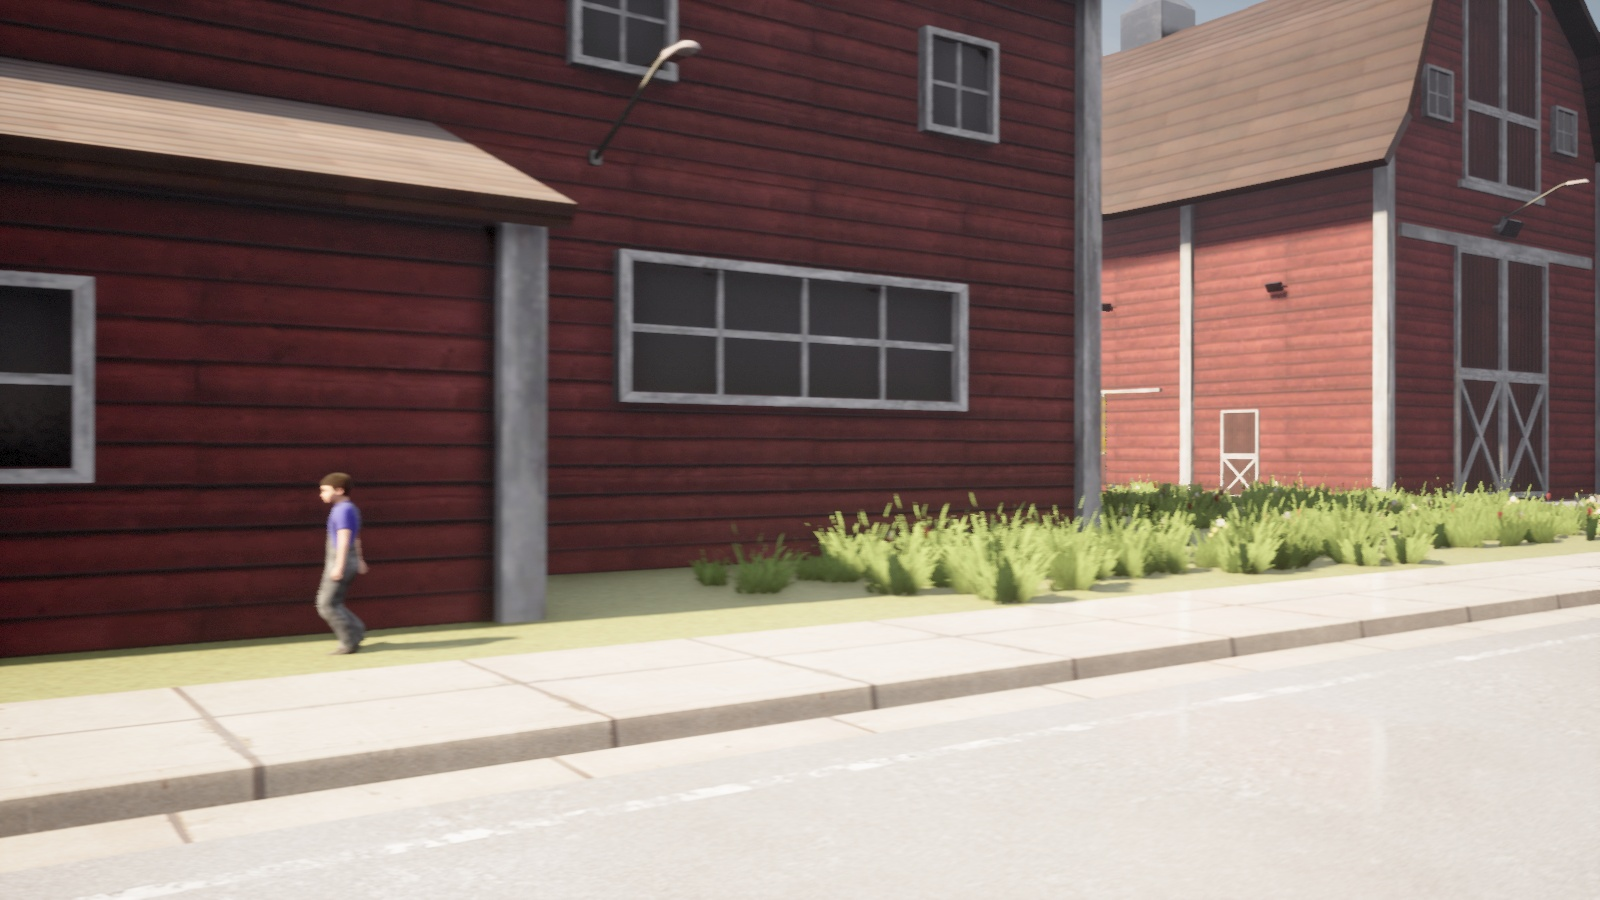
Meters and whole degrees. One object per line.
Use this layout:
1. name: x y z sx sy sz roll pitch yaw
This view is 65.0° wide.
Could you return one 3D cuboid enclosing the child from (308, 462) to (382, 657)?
1. child: -3.026 0.714 8.362 0.437 1.263 0.270 0 0 -14
